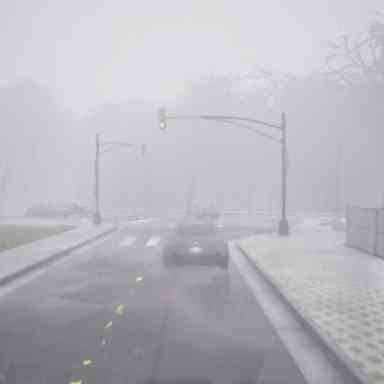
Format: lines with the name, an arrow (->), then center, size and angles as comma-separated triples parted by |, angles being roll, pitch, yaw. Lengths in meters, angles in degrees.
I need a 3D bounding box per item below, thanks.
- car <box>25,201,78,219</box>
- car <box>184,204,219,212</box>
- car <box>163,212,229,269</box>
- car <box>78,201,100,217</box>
car -> -12.659, 1.644, 29.356 | 4.181, 1.385, 1.994 | 0, 0, 23
car -> 0.699, 1.675, 28.324 | 1.895, 1.301, 4.718 | 0, 0, -15
car -> 0.144, 1.597, 11.284 | 1.994, 1.385, 4.181 | 0, 0, 1
car -> -11.196, 1.625, 32.264 | 4.674, 1.442, 1.812 | 0, 0, 23
